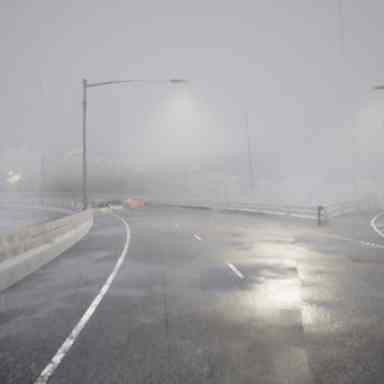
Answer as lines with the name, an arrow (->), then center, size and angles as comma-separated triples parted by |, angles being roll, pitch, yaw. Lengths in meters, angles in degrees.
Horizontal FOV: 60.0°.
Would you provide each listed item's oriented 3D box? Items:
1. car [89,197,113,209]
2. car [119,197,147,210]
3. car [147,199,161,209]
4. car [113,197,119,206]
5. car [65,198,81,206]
car -> -14.536, 1.888, 52.937 | 1.837, 1.490, 4.892 | 0, 0, -30
car -> -8.861, 1.683, 49.852 | 2.097, 1.767, 4.553 | 0, 0, -27
car -> -6.532, 1.824, 53.006 | 2.128, 1.511, 4.902 | 0, -1, -28
car -> -15.926, 1.828, 67.651 | 2.097, 1.767, 4.553 | 0, 0, -38
car -> -23.692, 2.014, 66.256 | 1.837, 1.490, 4.892 | 0, 0, -41
